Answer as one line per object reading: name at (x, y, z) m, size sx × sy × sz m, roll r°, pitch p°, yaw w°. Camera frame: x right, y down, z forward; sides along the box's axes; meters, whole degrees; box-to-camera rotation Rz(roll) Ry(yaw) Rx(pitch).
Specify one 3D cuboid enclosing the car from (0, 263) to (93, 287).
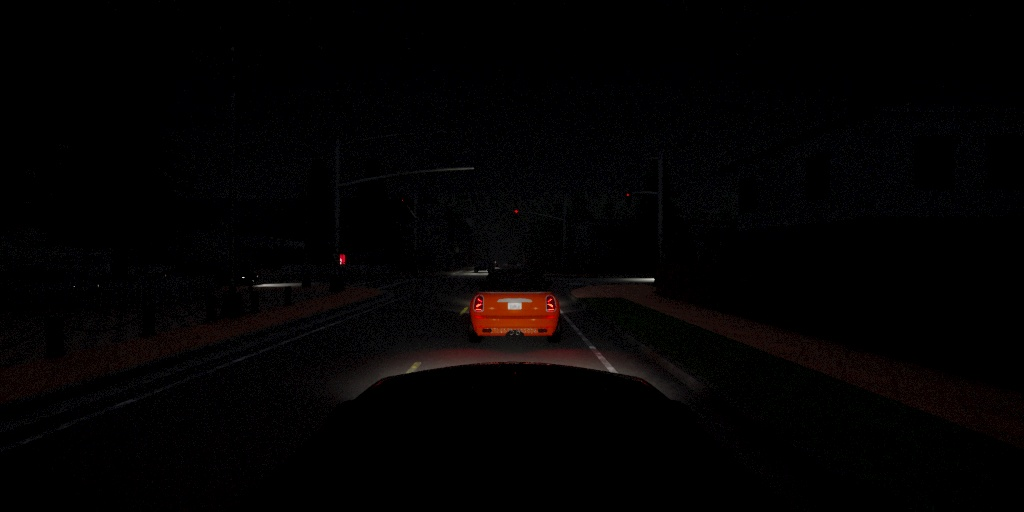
car at (-31.479, 1.329, 24.036) m, size 4.181 × 1.385 × 1.994 m, roll 0°, pitch 0°, yaw -2°

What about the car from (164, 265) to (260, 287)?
car at (-20.342, 1.313, 24.351) m, size 5.357 × 1.411 × 2.033 m, roll 0°, pitch 0°, yaw -2°

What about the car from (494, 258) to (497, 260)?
car at (-3.590, 1.241, 54.184) m, size 2.128 × 1.511 × 4.902 m, roll 0°, pitch 0°, yaw 0°

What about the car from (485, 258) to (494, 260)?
car at (-3.597, 1.228, 44.722) m, size 1.882 × 1.535 × 5.008 m, roll 0°, pitch 0°, yaw 0°

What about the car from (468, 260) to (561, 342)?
car at (0.072, 1.102, 9.881) m, size 2.097 × 1.767 × 4.553 m, roll 0°, pitch 0°, yaw 0°

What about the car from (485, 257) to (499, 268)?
car at (-3.558, 1.102, 63.981) m, size 2.097 × 1.767 × 4.553 m, roll 0°, pitch 0°, yaw 0°

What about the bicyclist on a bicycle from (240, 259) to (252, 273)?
bicyclist on a bicycle at (-23.557, 1.066, 31.740) m, size 0.582 × 1.620 × 1.656 m, roll 0°, pitch 0°, yaw -2°
